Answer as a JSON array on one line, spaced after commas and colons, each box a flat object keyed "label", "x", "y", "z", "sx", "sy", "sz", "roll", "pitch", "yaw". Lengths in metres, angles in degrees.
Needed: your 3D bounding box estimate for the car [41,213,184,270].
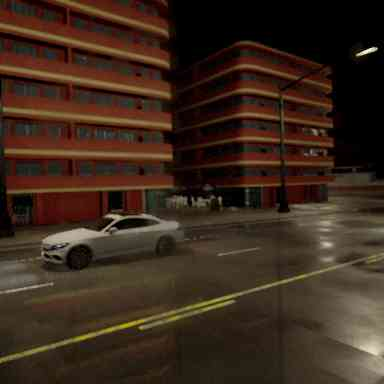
[{"label": "car", "x": -2.425, "y": 1.446, "z": 10.963, "sx": 4.674, "sy": 1.442, "sz": 1.812, "roll": -1, "pitch": 1, "yaw": -36}]
